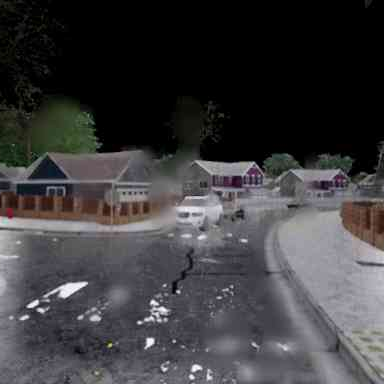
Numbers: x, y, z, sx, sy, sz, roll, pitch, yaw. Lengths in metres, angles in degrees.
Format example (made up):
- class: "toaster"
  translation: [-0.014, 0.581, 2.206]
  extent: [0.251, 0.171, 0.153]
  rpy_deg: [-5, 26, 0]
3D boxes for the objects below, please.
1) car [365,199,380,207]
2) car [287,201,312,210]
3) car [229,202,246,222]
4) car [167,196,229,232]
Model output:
- class: "car"
  translation: [34.183, 1.978, 63.009]
  extent: [5.008, 1.535, 1.882]
  rpy_deg: [1, 0, -32]
- class: "car"
  translation: [15.185, 1.843, 47.006]
  extent: [1.895, 1.301, 4.718]
  rpy_deg: [0, 0, 41]
- class: "car"
  translation: [3.067, 1.563, 27.065]
  extent: [2.128, 1.511, 4.902]
  rpy_deg: [0, 0, 23]
- class: "car"
  translation: [0.410, 1.263, 20.793]
  extent: [2.150, 2.045, 5.566]
  rpy_deg: [0, 0, 20]
